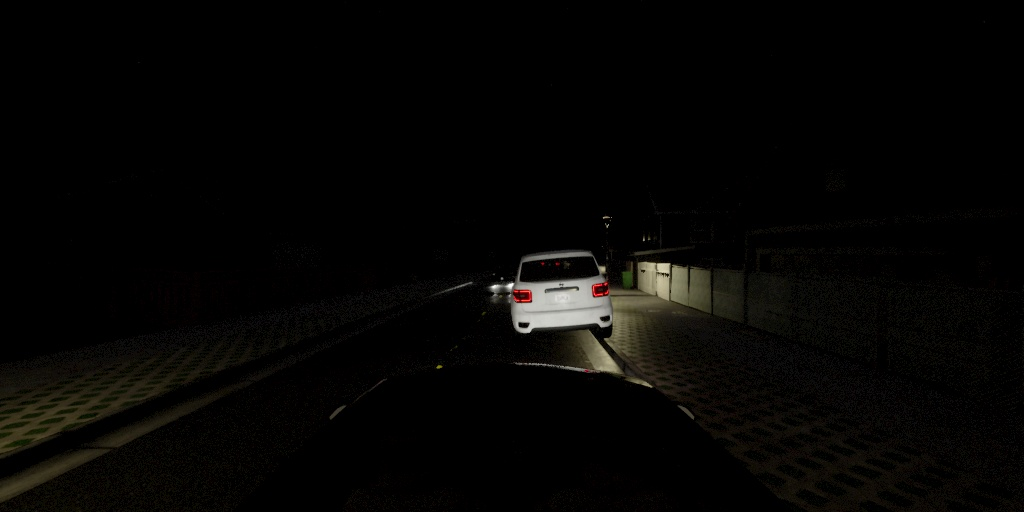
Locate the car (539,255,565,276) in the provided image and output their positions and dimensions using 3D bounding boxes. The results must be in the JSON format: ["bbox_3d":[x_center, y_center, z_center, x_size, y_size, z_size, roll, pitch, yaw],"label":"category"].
[{"bbox_3d":[4.363,0.973,38.549,2.150,2.045,5.566,0,0,13],"label":"car"}]

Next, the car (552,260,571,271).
[{"bbox_3d":[6.857,1.283,48.942,1.812,1.442,4.674,0,0,17],"label":"car"}]

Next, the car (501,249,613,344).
[{"bbox_3d":[1.137,0.897,9.638,2.150,2.045,5.566,-5,0,3],"label":"car"}]

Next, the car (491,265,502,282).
[{"bbox_3d":[-0.312,1.289,29.154,2.033,1.411,5.357,0,0,9],"label":"car"}]
